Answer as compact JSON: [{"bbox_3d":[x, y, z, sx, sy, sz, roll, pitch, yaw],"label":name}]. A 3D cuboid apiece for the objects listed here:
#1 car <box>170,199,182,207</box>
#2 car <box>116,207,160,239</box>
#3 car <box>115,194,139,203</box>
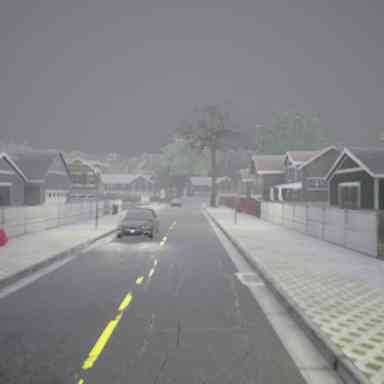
[{"bbox_3d":[-2.813,1.893,58.838,1.882,1.535,5.008,0,0,1],"label":"car"},{"bbox_3d":[-2.854,1.649,18.343,1.837,1.490,4.892,0,0,0],"label":"car"},{"bbox_3d":[-14.945,1.569,76.266,5.566,2.045,2.150,1,0,-20],"label":"car"}]
